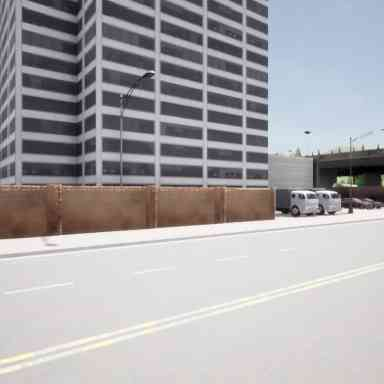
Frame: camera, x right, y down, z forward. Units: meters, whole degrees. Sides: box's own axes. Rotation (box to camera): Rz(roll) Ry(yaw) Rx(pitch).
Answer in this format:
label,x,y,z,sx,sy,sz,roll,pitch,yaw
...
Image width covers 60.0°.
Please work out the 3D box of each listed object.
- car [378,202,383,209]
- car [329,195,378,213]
label,x,y,z,sx,sy,sz,roll,pitch,yaw
car,22.980,1.508,44.099,1.994,1.385,4.181,0,0,-36
car,20.252,1.470,41.897,1.812,1.442,4.674,0,0,-36
